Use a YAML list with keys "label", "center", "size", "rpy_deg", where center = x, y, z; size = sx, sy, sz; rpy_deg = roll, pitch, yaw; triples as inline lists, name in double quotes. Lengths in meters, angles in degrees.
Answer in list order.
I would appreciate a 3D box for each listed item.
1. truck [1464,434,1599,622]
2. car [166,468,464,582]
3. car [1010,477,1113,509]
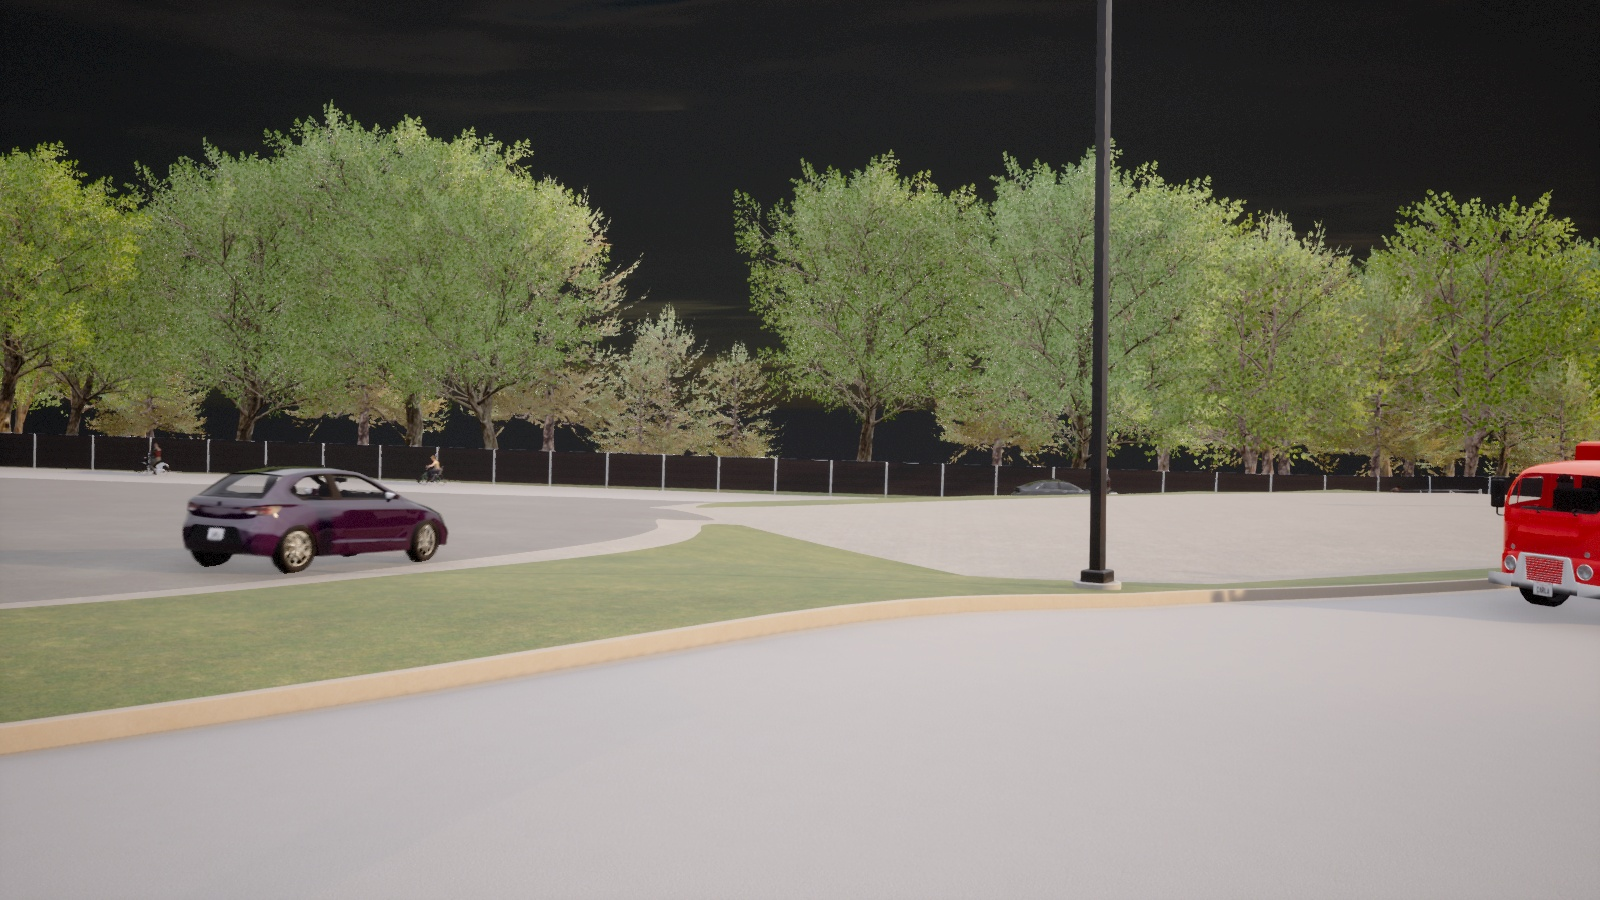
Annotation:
- label: "truck"
  center: [12.804, 1.018, 18.326]
  size: [5.204, 2.467, 2.627]
  rpy_deg: [0, 2, -20]
- label: "car"
  center: [-7.192, 1.062, 19.129]
  size: [1.816, 1.474, 4.193]
  rpy_deg: [1, -1, 22]
- label: "car"
  center: [13.661, 2.240, 65.748]
  size: [4.892, 1.490, 1.837]
  rpy_deg: [1, 2, -5]
